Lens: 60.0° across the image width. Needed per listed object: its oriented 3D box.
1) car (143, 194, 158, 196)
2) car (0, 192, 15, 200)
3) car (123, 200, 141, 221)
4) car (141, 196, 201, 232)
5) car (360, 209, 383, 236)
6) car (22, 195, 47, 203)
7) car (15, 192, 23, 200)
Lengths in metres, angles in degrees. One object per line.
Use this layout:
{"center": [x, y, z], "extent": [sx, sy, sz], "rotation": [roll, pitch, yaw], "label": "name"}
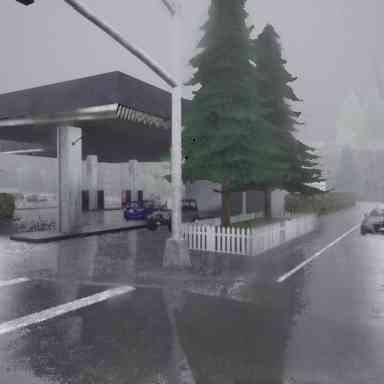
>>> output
{"center": [-11.241, 1.206, 77.448], "extent": [5.027, 1.636, 2.152], "rotation": [0, 0, 32], "label": "car"}
{"center": [-42.875, 1.022, 75.796], "extent": [3.866, 1.878, 1.905], "rotation": [0, 0, 32], "label": "car"}
{"center": [-3.472, 1.505, 27.331], "extent": [2.242, 1.667, 4.611], "rotation": [0, 0, 32], "label": "car"}
{"center": [-1.021, 1.355, 20.633], "extent": [1.905, 1.878, 3.866], "rotation": [0, 0, 32], "label": "car"}
{"center": [10.268, 1.595, 17.763], "extent": [1.994, 1.385, 4.181], "rotation": [0, 0, 33], "label": "car"}
{"center": [-29.468, 1.257, 63.156], "extent": [4.514, 1.523, 2.007], "rotation": [0, 0, 32], "label": "car"}
{"center": [-41.665, 1.031, 78.470], "extent": [4.605, 1.855, 1.932], "rotation": [0, 0, 32], "label": "car"}
